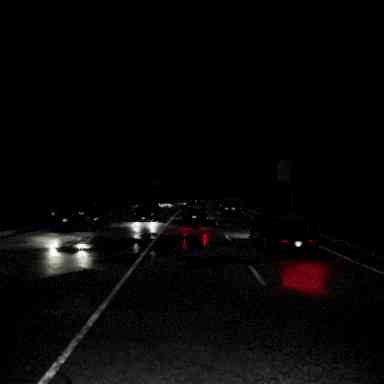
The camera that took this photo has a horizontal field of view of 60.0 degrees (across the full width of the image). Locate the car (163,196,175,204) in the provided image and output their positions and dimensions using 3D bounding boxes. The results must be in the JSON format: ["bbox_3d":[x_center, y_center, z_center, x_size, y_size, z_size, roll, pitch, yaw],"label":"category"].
[{"bbox_3d":[-4.567,1.517,62.479,1.994,1.385,4.181,0,0,9],"label":"car"}]

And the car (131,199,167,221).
[{"bbox_3d":[-3.541,1.530,26.991,2.033,1.411,5.357,0,0,1],"label":"car"}]

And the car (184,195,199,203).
[{"bbox_3d":[-0.041,1.465,68.056,2.128,1.511,4.902,0,0,10],"label":"car"}]

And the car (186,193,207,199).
[{"bbox_3d":[0.664,1.193,43.044,2.150,2.045,5.566,0,0,3],"label":"car"}]

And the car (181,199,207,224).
[{"bbox_3d":[0.150,1.509,24.741,1.812,1.442,4.674,0,0,0],"label":"car"}]

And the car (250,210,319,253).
[{"bbox_3d":[3.603,1.496,13.695,1.837,1.490,4.892,0,0,0],"label":"car"}]

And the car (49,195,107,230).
[{"bbox_3d":[-7.077,1.207,21.299,2.150,2.045,5.566,0,0,0],"label":"car"}]

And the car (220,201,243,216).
[{"bbox_3d":[3.736,1.527,32.031,2.033,1.411,5.357,0,0,1],"label":"car"}]
